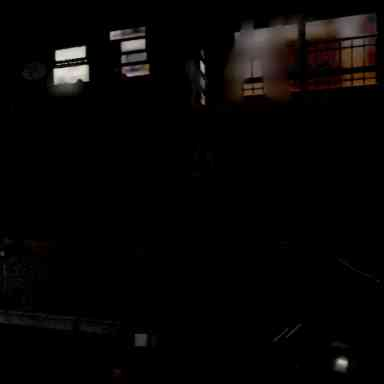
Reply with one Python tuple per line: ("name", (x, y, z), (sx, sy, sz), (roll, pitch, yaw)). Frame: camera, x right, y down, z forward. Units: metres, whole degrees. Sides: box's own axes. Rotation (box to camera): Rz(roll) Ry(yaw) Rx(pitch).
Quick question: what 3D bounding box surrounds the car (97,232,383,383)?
("car", (1.748, 1.255, 2.452), (5.009, 1.841, 2.192), (-1, 0, 15))
